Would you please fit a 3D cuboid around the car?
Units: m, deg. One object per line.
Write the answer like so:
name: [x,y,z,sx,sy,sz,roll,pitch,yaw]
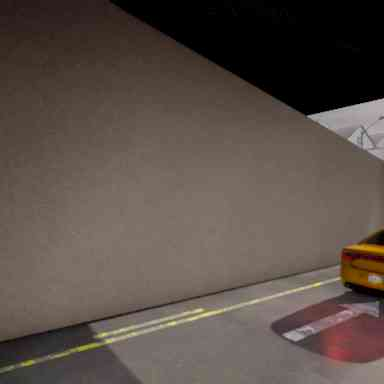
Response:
car: [5.431,1.474,7.636,5.008,1.535,1.882,0,0,-35]
